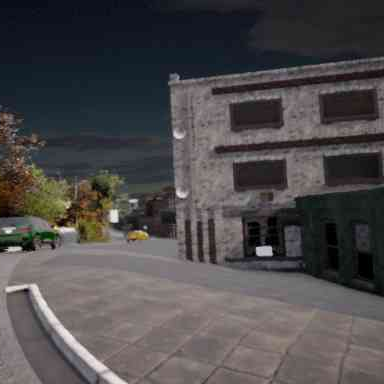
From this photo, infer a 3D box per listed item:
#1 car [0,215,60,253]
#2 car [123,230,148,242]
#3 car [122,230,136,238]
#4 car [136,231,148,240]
[{"bbox_3d":[-9.916,2.578,20.342,2.150,2.045,5.566,-3,-8,-4],"label":"car"},{"bbox_3d":[-7.449,5.918,45.068,1.882,1.535,5.008,-3,-7,1],"label":"car"},{"bbox_3d":[-15.064,9.967,79.039,2.033,1.411,5.357,-1,-4,-24],"label":"car"},{"bbox_3d":[-9.439,8.231,63.029,1.812,1.442,4.674,-2,-6,-13],"label":"car"}]
